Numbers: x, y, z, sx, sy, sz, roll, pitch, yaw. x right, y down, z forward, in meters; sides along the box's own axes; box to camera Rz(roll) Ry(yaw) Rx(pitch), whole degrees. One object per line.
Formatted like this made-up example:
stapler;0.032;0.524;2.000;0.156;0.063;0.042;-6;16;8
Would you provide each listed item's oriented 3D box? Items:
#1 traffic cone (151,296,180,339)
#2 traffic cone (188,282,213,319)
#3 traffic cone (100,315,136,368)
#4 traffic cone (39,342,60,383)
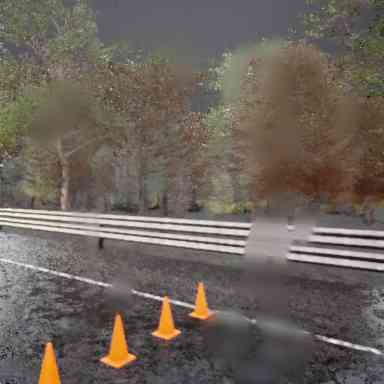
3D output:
traffic cone;-0.416;1.956;5.288;0.340;0.580;0.340;0;0;35
traffic cone;0.161;1.956;6.105;0.340;0.580;0.340;0;0;35
traffic cone;-0.994;1.955;4.472;0.340;0.580;0.340;0;0;35
traffic cone;-1.571;1.955;3.656;0.340;0.580;0.340;0;0;35
